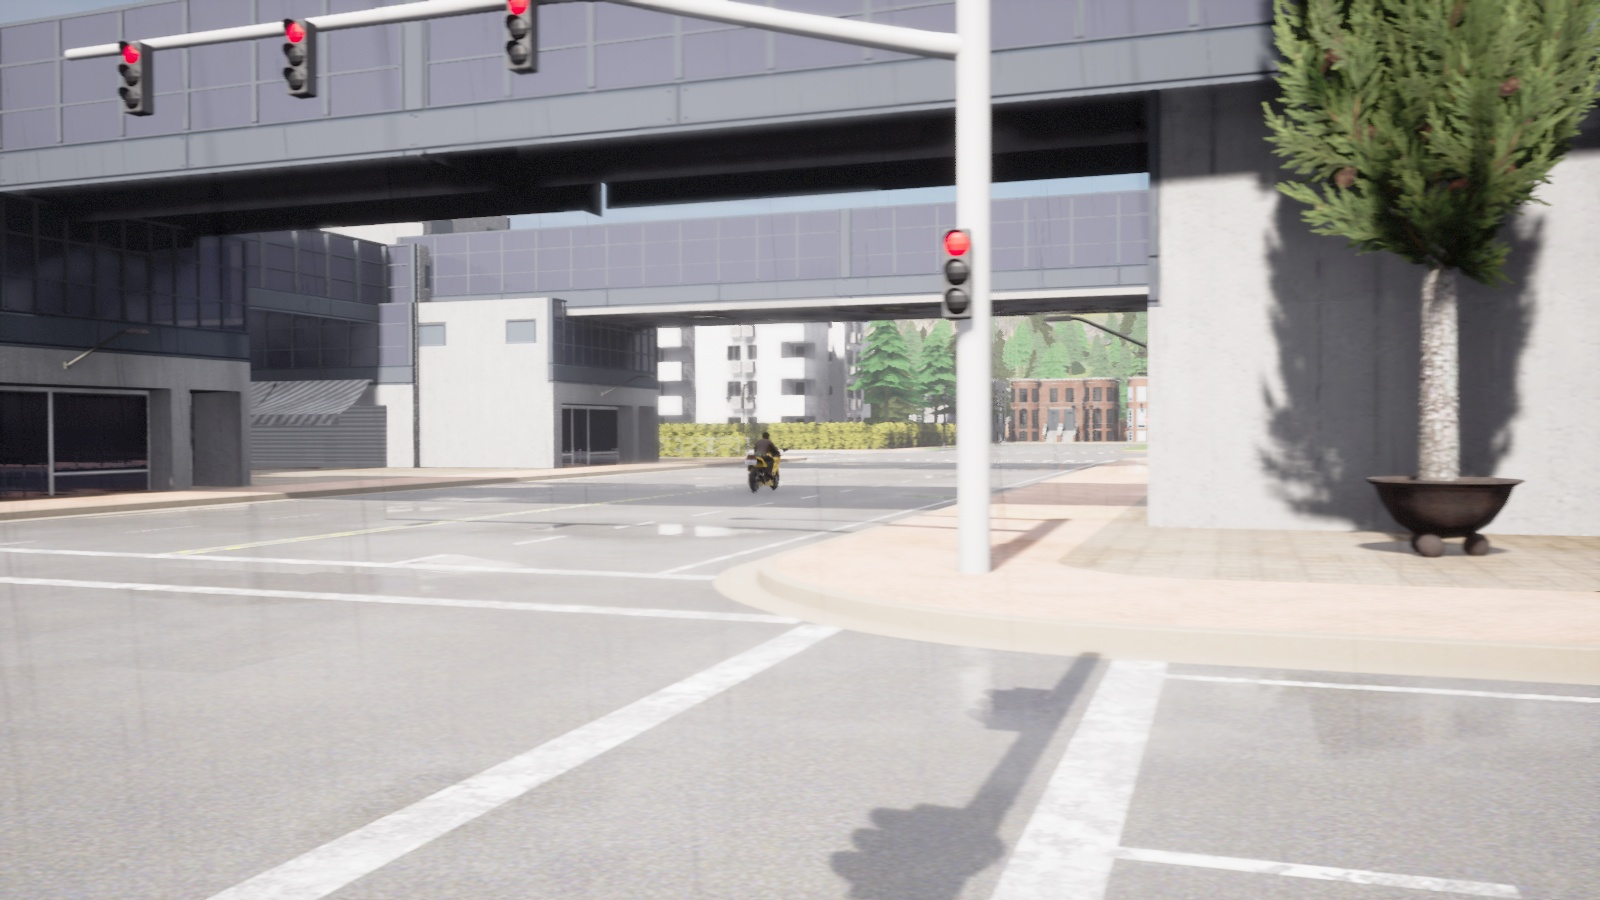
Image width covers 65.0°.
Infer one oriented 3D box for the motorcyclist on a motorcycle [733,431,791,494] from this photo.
[{"bbox_3d":[-0.941,0.297,31.654,0.797,1.523,2.044,1,1,19],"label":"motorcyclist on a motorcycle"}]
